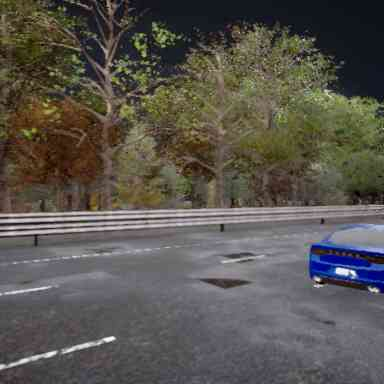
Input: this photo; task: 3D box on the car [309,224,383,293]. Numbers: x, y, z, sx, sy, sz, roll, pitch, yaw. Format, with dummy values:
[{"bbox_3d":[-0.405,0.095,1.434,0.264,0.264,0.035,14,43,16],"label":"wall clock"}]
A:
[{"bbox_3d":[4.904,1.601,8.915,1.882,1.535,5.008,0,-1,43],"label":"car"}]
